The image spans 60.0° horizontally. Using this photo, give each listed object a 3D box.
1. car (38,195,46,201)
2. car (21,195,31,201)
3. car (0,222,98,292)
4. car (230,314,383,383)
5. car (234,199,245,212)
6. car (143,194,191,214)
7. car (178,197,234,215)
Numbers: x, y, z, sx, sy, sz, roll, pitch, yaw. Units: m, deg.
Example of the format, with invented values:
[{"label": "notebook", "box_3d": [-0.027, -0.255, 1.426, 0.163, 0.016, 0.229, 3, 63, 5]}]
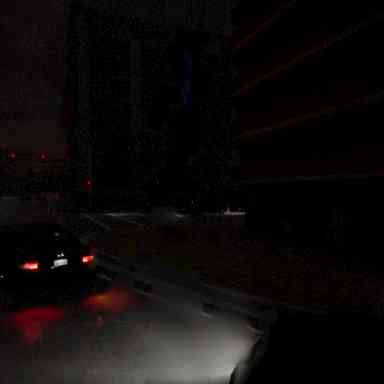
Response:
[{"label": "car", "box_3d": [-37.083, 1.540, 82.321, 2.033, 1.411, 5.357, 0, 0, -23]}, {"label": "car", "box_3d": [-40.171, 1.525, 80.638, 2.128, 1.511, 4.902, 0, 0, -23]}, {"label": "car", "box_3d": [-4.362, 1.547, 9.045, 2.033, 1.411, 5.357, 0, 0, -39]}, {"label": "car", "box_3d": [2.859, 1.547, 2.027, 5.357, 1.411, 2.033, 0, 0, 35]}, {"label": "car", "box_3d": [6.620, 1.560, 40.298, 4.892, 1.490, 1.837, 0, 0, -23]}, {"label": "car", "box_3d": [-2.532, 1.277, 36.500, 5.566, 2.045, 2.150, 0, 0, -23]}, {"label": "car", "box_3d": [1.458, 1.560, 34.367, 4.892, 1.490, 1.837, 0, 0, -23]}]
